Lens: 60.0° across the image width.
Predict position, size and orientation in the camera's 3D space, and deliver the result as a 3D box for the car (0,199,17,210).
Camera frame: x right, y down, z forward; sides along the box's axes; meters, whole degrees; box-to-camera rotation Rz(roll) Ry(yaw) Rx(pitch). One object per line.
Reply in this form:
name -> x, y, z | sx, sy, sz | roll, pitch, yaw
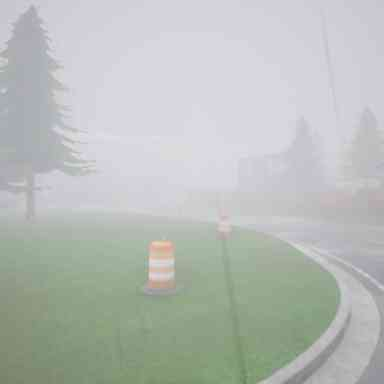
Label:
car -> -25.838, 1.629, 43.889 | 4.902, 1.511, 2.128 | 0, 0, -31
